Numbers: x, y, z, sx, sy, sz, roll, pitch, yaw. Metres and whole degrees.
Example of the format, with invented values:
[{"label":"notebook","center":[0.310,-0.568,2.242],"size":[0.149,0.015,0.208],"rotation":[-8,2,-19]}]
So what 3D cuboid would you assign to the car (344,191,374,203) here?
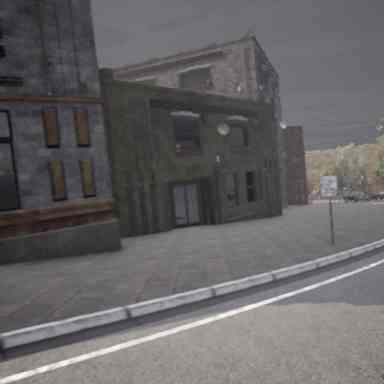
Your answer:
[{"label":"car","center":[28.423,0.827,57.634],"size":[2.150,2.045,5.566],"rotation":[-5,-2,-1]}]

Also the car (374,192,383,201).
[{"label":"car","center":[31.793,0.718,56.602],"size":[1.882,1.535,5.008],"rotation":[-5,-1,-3]}]
